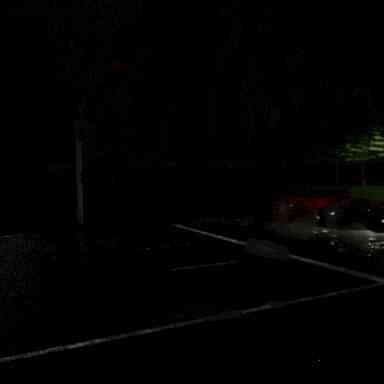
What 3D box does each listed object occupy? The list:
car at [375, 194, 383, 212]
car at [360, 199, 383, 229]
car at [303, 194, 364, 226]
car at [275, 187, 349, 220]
[{"bbox_3d":[16.990,0.832,26.578,4.181,1.385,1.994,-2,1,-24],"label":"car"},{"bbox_3d":[10.646,1.108,16.118,4.181,1.385,1.994,-2,1,-24],"label":"car"},{"bbox_3d":[9.033,1.067,19.208,4.674,1.442,1.812,-2,1,-24],"label":"car"},{"bbox_3d":[8.398,0.731,22.777,5.566,2.045,2.150,-2,1,-24],"label":"car"}]
